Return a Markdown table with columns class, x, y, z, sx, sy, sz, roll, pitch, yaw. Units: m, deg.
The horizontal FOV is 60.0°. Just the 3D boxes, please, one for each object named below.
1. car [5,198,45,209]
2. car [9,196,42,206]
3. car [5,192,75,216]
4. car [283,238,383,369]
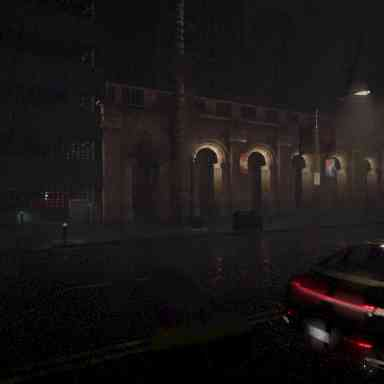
| class | x | y | z | sx | sy | sz | roll | pitch | yaw |
| --- | --- | --- | --- | --- | --- | --- | --- | --- | --- |
| car | -22.306 | 1.463 | 44.445 | 4.718 | 1.301 | 1.895 | 0 | 0 | -29 |
| car | -27.477 | 1.413 | 54.838 | 4.786 | 1.482 | 2.161 | 0 | 0 | -29 |
| car | -12.746 | 1.028 | 28.586 | 5.566 | 2.045 | 2.435 | 0 | 0 | -29 |
| car | 3.654 | 1.492 | 5.168 | 4.902 | 1.511 | 2.128 | 0 | 0 | -29 |
